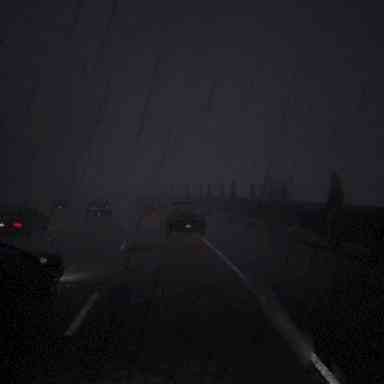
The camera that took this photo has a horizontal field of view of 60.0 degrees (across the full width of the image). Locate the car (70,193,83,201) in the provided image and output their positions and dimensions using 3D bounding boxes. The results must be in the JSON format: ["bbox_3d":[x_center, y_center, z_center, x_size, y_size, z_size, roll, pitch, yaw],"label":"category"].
[{"bbox_3d":[-23.017,1.015,65.396,1.837,1.490,4.892,0,0,-39],"label":"car"}]

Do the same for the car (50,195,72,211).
[{"bbox_3d":[-14.310,1.313,36.168,1.837,1.490,4.892,0,0,-21],"label":"car"}]

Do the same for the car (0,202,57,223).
[{"bbox_3d":[-8.626,1.463,16.784,2.033,1.411,5.357,0,0,-10],"label":"car"}]

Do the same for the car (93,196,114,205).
[{"bbox_3d":[-13.831,1.311,51.693,1.895,1.301,4.718,0,0,-30],"label":"car"}]

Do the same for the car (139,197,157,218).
[{"bbox_3d":[-3.041,1.309,28.235,1.882,1.535,5.008,0,0,-16],"label":"car"}]

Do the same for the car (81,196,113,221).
[{"bbox_3d":[-7.238,1.346,25.994,2.128,1.511,4.902,0,0,-15],"label":"car"}]

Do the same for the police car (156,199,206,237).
[{"bbox_3d":[-0.604,1.317,17.638,1.930,1.638,5.238,0,0,-10],"label":"police car"}]

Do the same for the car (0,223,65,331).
[{"bbox_3d":[-3.703,1.523,5.265,2.033,1.411,5.357,0,0,-4],"label":"car"}]

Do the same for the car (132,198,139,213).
[{"bbox_3d":[-5.027,1.302,34.520,1.837,1.490,4.892,0,0,-19],"label":"car"}]
